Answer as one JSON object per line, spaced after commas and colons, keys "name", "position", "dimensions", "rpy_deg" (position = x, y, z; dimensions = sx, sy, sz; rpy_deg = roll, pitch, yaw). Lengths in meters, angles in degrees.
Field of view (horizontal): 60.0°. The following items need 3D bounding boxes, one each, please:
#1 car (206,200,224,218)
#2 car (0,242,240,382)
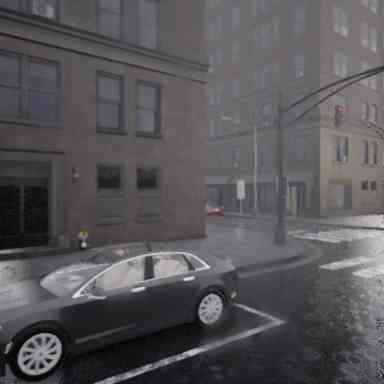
{"name": "car", "position": [0.862, 1.414, 28.617], "dimensions": [1.994, 1.385, 4.181], "rpy_deg": [0, 0, -36]}
{"name": "car", "position": [-1.175, 1.547, 5.350], "dimensions": [4.403, 1.369, 2.008], "rpy_deg": [0, 0, -36]}
